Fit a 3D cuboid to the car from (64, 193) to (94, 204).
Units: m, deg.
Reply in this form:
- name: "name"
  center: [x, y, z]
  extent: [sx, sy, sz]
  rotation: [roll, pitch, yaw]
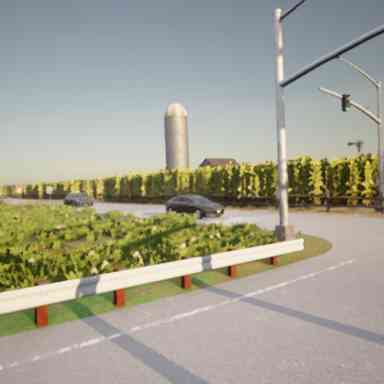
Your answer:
- name: "car"
  center: [-13.044, 0.895, 38.152]
  extent: [2.097, 1.767, 4.553]
  rotation: [-4, 3, -40]

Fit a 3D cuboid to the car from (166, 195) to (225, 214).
- name: "car"
  center: [0.094, 0.960, 22.589]
  extent: [1.837, 1.490, 4.892]
  rotation: [-4, 4, -40]
